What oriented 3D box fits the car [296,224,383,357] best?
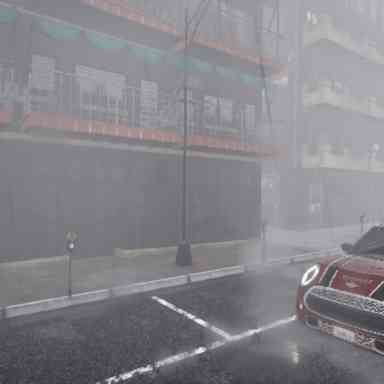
[{"bbox_3d":[3.910,1.353,5.867,4.553,1.767,2.097,0,0,-36],"label":"car"}]
